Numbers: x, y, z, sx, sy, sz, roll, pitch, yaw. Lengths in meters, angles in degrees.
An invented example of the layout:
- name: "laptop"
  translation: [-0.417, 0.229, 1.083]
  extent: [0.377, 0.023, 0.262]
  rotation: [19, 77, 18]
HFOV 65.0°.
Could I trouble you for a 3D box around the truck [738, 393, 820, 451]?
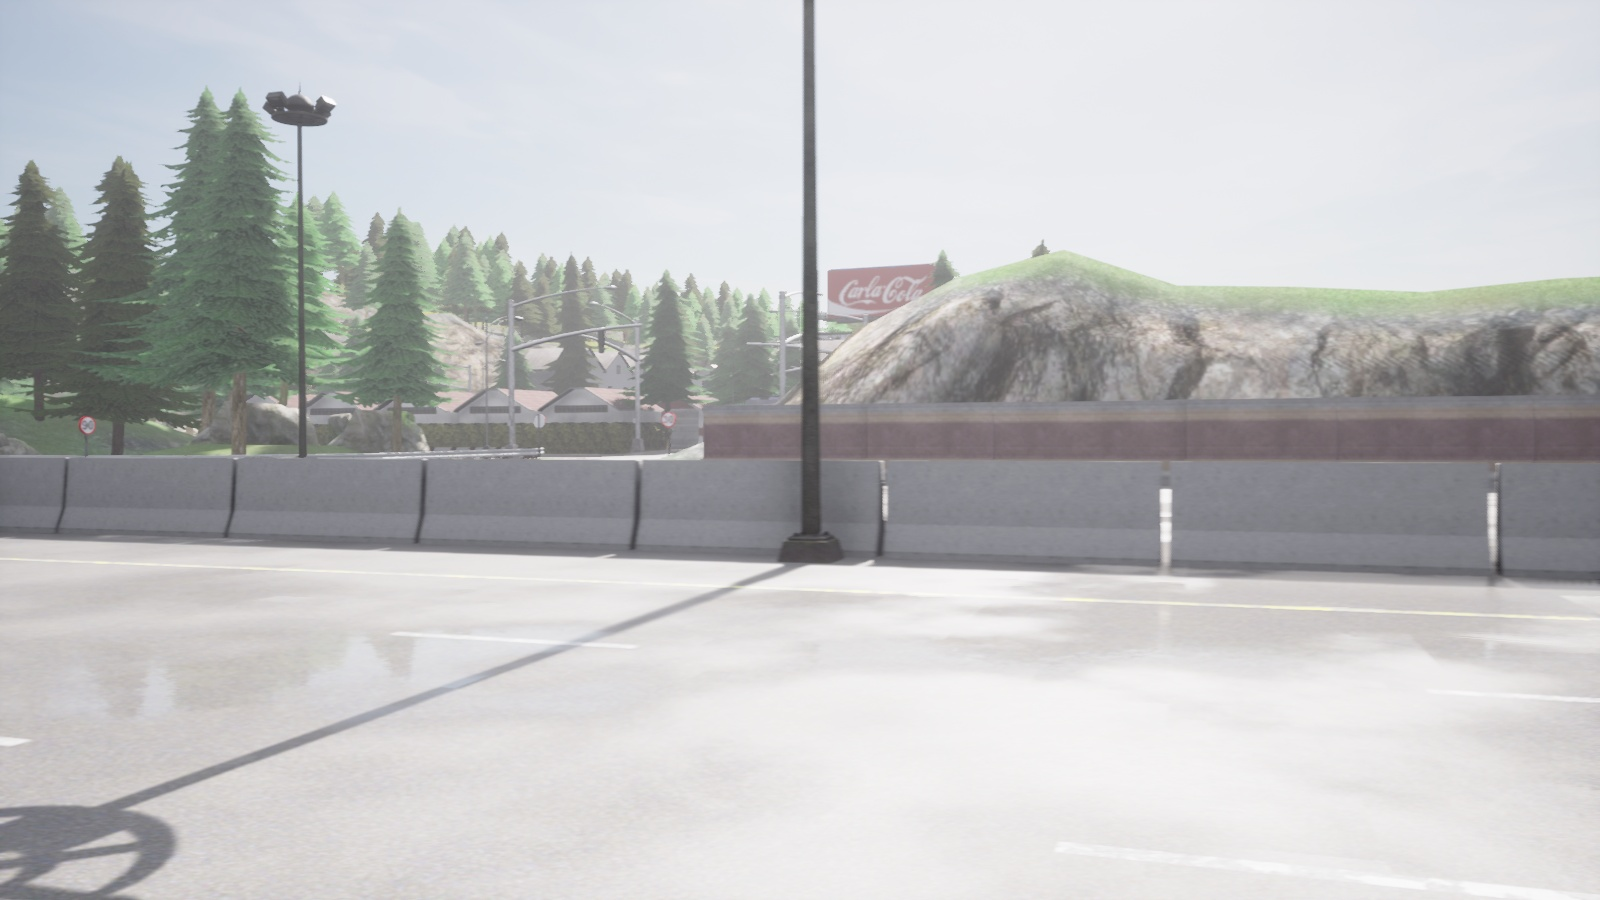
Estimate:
- name: "truck"
  translation: [-1.330, -1.895, 86.826]
  extent: [2.891, 3.827, 8.468]
  rotation: [1, 1, 19]
